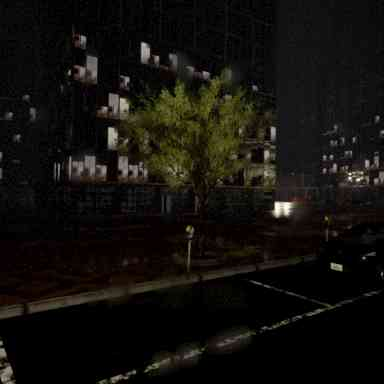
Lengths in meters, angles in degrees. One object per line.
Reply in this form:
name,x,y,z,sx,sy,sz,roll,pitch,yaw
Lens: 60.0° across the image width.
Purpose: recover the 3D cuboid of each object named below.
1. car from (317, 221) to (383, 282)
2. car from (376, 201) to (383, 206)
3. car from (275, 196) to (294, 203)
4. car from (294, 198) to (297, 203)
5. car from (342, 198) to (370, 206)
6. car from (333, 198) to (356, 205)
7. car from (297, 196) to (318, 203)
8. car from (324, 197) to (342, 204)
car,5.562,1.574,9.827,4.313,1.339,1.947,0,1,-34
car,36.947,1.893,62.197,1.752,1.417,4.829,1,-1,-20
car,21.905,1.799,80.305,1.967,1.590,4.097,1,-1,-20
car,27.361,2.127,88.294,1.802,1.307,4.206,1,-1,-20
car,29.614,1.766,59.307,2.008,1.369,4.403,1,-1,-20
car,33.148,1.989,72.540,2.008,1.369,4.403,1,-1,-20
car,29.294,1.824,83.046,2.192,1.841,5.009,1,-1,-20
car,27.688,1.691,64.558,1.967,1.590,4.097,1,-1,-20
